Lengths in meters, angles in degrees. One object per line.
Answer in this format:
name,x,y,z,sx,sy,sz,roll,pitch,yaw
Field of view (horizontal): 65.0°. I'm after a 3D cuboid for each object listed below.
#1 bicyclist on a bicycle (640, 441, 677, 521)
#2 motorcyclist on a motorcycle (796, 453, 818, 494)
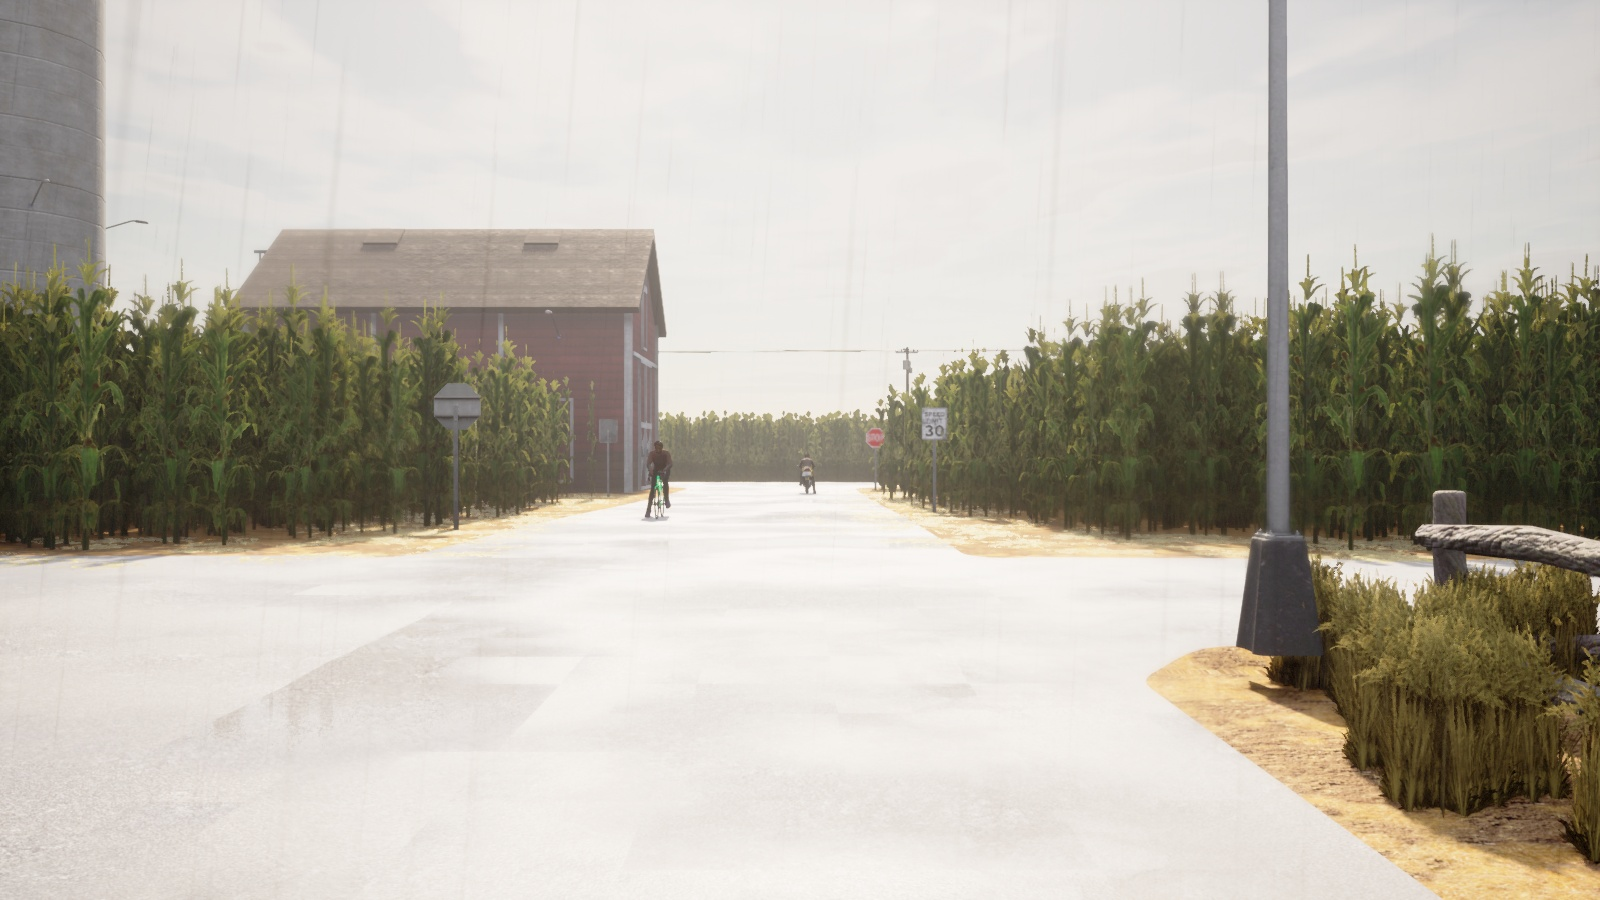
bicyclist on a bicycle,-2.945,0.627,26.313,0.582,1.620,1.656,0,0,0
motorcyclist on a motorcycle,0.268,0.887,47.508,0.797,1.523,2.044,0,0,0
